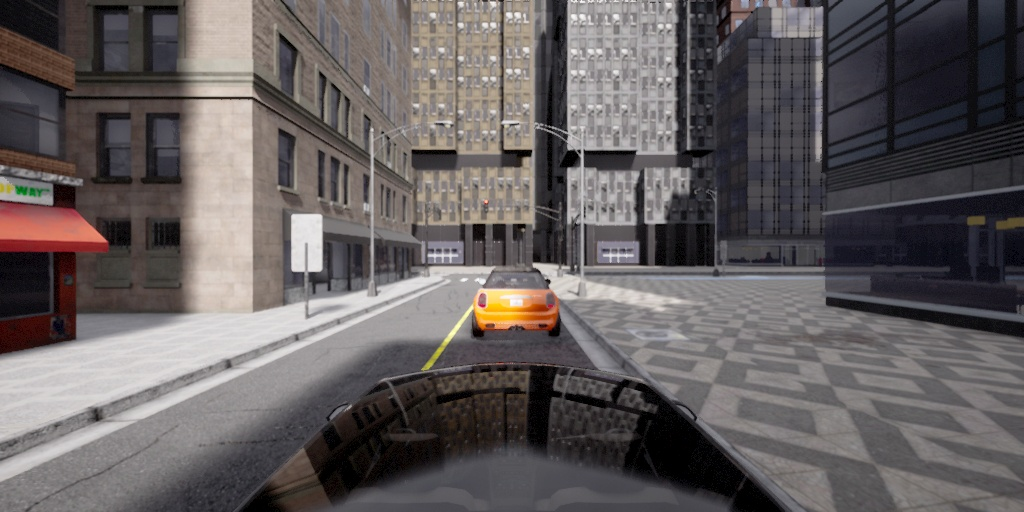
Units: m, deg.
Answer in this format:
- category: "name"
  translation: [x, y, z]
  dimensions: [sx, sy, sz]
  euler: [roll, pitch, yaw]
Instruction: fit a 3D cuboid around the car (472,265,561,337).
- category: "car"
  translation: [0.090, 1.066, 10.282]
  dimensions: [2.097, 1.767, 4.553]
  euler: [0, 0, 0]
